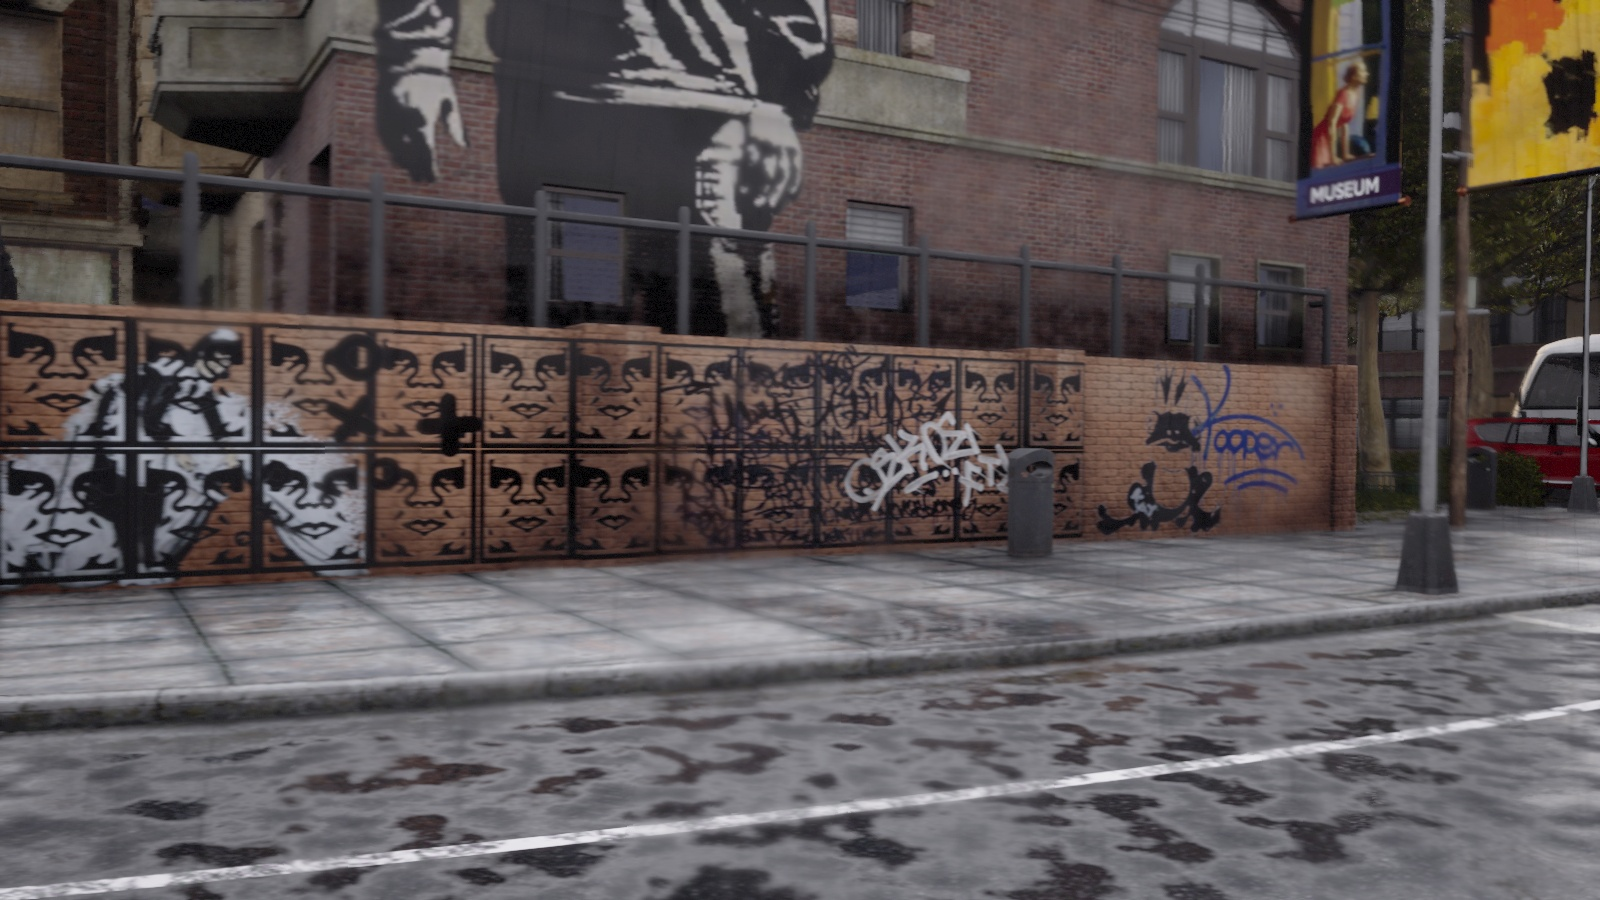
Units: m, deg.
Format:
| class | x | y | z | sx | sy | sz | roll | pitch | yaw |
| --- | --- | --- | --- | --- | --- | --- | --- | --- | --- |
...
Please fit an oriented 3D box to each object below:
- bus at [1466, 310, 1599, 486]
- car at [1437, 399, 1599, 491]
| class | x | y | z | sx | sy | sz | roll | pitch | yaw |
| --- | --- | --- | --- | --- | --- | --- | --- | --- | --- |
| bus | 22.221 | -1.289 | 30.157 | 3.944 | 4.253 | 10.273 | -1 | 1 | -42 |
| car | 18.186 | -0.136 | 29.395 | 2.150 | 2.045 | 5.566 | -1 | 1 | -31 |
